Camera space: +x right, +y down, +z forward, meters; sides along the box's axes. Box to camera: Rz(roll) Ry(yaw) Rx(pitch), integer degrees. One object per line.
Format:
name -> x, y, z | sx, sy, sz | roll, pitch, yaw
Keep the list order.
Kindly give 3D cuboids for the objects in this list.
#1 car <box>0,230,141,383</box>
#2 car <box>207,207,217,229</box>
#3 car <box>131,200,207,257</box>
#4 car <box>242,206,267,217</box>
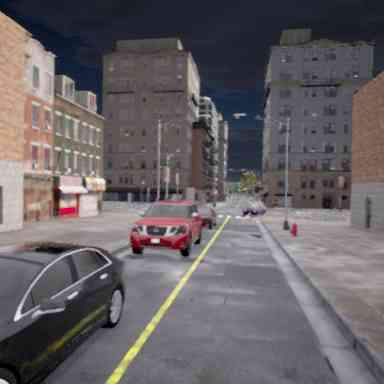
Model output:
car -> -2.373, 1.512, 4.424 | 1.837, 1.490, 4.892 | 1, -1, 9
car -> 0.742, 1.812, 24.619 | 1.882, 1.535, 5.008 | 1, -1, 9
car -> -0.858, 1.388, 14.288 | 2.150, 2.045, 5.566 | 1, -1, 9
car -> 7.753, 2.329, 40.730 | 1.895, 1.301, 4.718 | 4, -1, 26
